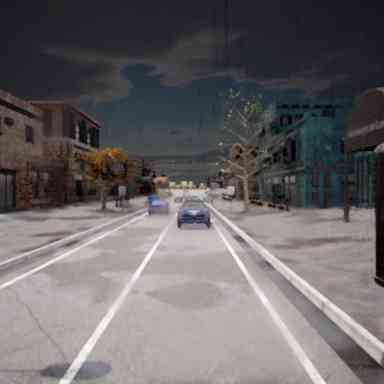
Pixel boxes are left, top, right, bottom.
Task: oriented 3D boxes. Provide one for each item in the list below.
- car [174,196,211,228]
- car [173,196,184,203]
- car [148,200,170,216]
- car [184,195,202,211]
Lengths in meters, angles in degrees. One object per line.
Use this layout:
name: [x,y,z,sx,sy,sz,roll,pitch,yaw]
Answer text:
car: [0.112,1.312,22.200,2.097,1.767,4.553,0,0,0]
car: [-2.960,1.601,72.981,2.128,1.511,4.902,0,0,0]
car: [-3.077,1.463,31.829,1.812,1.442,4.674,0,0,0]
car: [0.121,1.270,39.877,2.097,1.767,4.553,0,0,0]
